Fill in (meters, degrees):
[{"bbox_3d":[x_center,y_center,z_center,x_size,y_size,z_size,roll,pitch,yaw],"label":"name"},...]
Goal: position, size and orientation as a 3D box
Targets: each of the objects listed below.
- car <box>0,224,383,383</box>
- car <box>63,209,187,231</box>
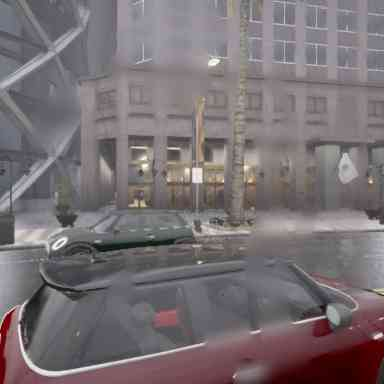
[{"bbox_3d":[0.417,1.352,3.503,4.553,1.767,2.097,0,0,-28],"label":"car"},{"bbox_3d":[-2.103,1.352,10.251,4.553,1.767,2.097,0,0,-25],"label":"car"}]
